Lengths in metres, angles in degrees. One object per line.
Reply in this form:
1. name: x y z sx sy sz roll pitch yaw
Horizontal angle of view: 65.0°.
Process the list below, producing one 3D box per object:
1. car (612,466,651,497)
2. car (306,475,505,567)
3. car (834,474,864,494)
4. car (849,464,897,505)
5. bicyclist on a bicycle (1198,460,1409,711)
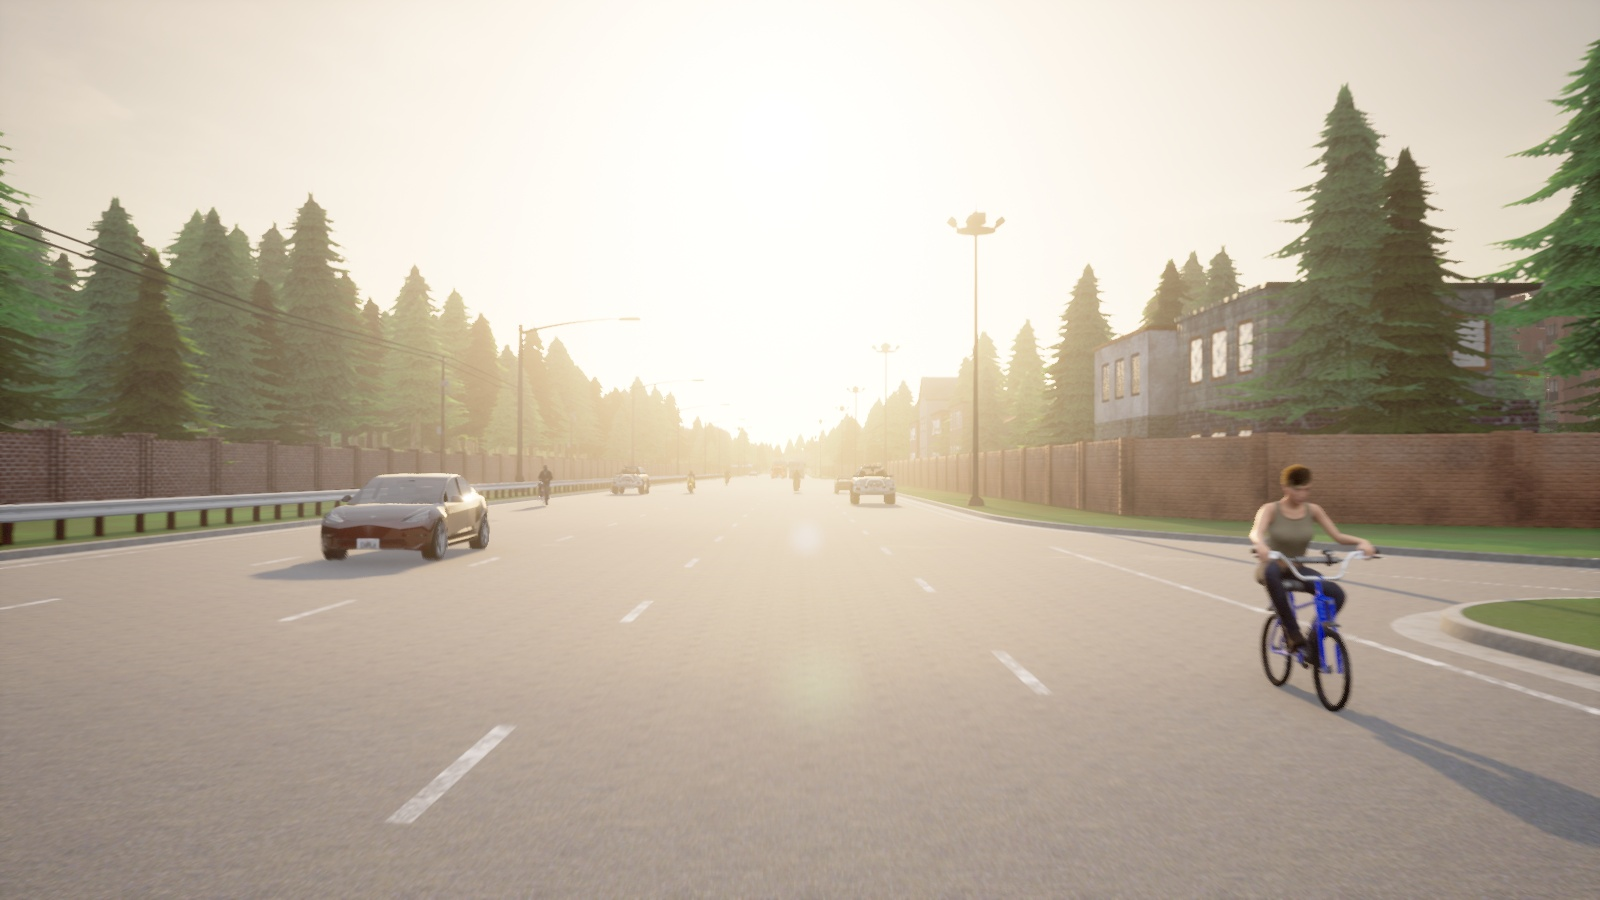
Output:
1. car: -10.695 1.985 79.995 1.932 1.855 4.605 0 -1 0
2. car: -7.056 1.221 23.072 2.163 1.488 4.792 0 -1 0
3. car: 3.293 2.299 85.252 1.895 1.301 4.718 0 -1 0
4. car: 3.357 1.576 58.455 1.932 1.855 4.605 0 -1 0
5. bicyclist on a bicycle: 3.483 0.882 8.848 0.866 1.612 1.509 0 -1 0
